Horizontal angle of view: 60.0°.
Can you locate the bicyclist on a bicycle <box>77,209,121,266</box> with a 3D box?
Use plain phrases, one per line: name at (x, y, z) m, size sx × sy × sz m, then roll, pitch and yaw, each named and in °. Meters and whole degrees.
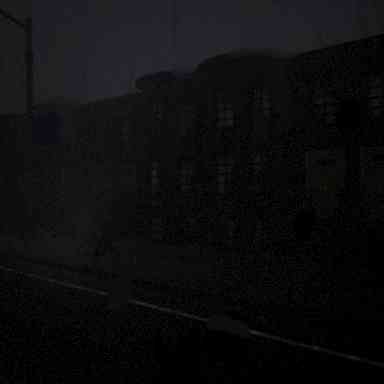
bicyclist on a bicycle at (-2.760, 1.337, 10.016) m, size 0.582 × 1.620 × 1.656 m, roll 0°, pitch -1°, yaw 35°
